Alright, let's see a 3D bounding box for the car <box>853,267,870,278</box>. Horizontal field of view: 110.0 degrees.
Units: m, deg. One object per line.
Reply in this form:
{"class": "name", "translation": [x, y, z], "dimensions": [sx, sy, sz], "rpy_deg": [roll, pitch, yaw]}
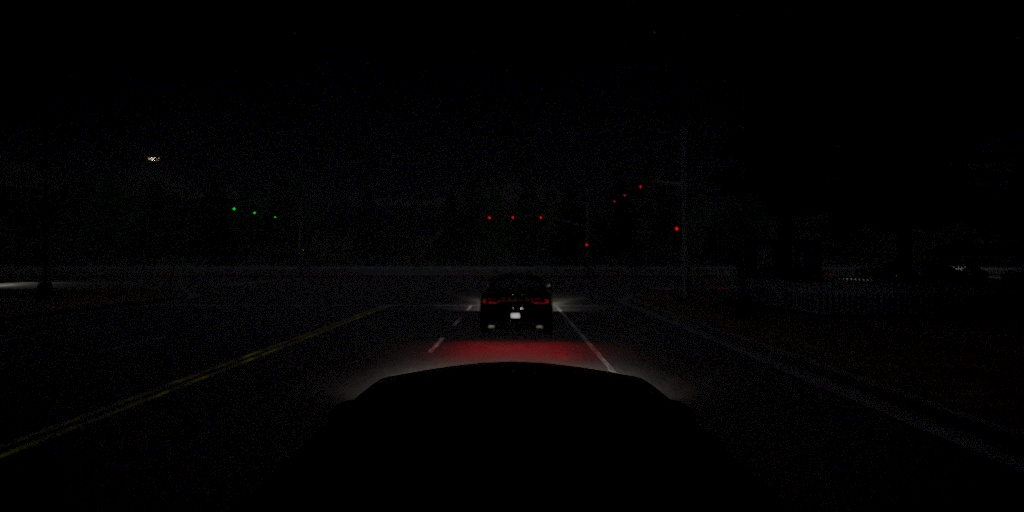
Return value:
{"class": "car", "translation": [33.923, 1.414, 32.739], "dimensions": [4.181, 1.385, 1.994], "rpy_deg": [0, 0, 5]}

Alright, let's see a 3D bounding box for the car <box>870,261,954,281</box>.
{"class": "car", "translation": [32.965, 1.186, 29.337], "dimensions": [4.553, 1.767, 2.097], "rpy_deg": [0, 0, 5]}

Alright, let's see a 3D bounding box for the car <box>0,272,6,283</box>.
{"class": "car", "translation": [-40.315, 1.325, 26.149], "dimensions": [4.674, 1.442, 1.812], "rpy_deg": [0, 0, -5]}

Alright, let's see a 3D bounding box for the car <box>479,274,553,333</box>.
{"class": "car", "translation": [0.183, 1.271, 10.952], "dimensions": [1.882, 1.535, 5.008], "rpy_deg": [0, 0, 2]}

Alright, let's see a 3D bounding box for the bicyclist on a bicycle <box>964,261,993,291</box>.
{"class": "bicyclist on a bicycle", "translation": [22.837, 1.077, 17.794], "dimensions": [0.582, 1.620, 1.656], "rpy_deg": [0, -1, 0]}

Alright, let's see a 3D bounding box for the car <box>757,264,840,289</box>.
{"class": "car", "translation": [17.722, 1.276, 22.646], "dimensions": [5.008, 1.535, 1.882], "rpy_deg": [0, 0, 0]}
